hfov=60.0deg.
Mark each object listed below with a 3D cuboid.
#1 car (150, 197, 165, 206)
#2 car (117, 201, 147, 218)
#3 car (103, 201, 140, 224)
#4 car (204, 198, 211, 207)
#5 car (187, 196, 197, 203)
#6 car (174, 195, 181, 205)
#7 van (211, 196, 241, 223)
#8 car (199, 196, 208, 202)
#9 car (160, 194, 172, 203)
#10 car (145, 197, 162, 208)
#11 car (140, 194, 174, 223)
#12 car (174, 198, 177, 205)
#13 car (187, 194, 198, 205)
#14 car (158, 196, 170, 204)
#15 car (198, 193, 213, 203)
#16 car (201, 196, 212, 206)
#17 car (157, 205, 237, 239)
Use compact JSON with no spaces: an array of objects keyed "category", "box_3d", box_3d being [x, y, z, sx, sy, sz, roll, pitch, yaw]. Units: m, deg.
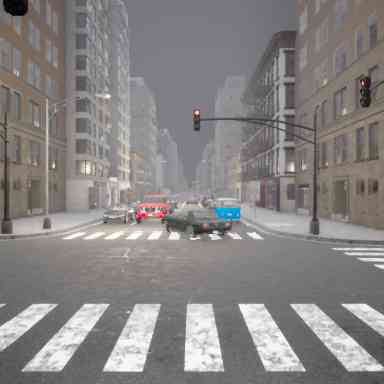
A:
[{"category":"car","box_3d":[-5.431,1.556,53.286,1.947,1.339,4.313,0,0,0]},{"category":"car","box_3d":[-5.413,1.543,30.558,1.887,1.381,4.507,0,0,0]},{"category":"car","box_3d":[-5.409,1.549,24.876,2.008,1.369,4.403,0,0,0]},{"category":"car","box_3d":[2.607,1.580,36.253,1.802,1.307,4.206,0,0,0]},{"category":"car","box_3d":[0.042,1.580,68.696,1.895,1.301,4.718,0,0,0]},{"category":"car","box_3d":[-2.872,1.500,45.434,1.837,1.490,4.892,0,0,0]},{"category":"van","box_3d":[2.616,1.340,24.891,1.690,1.788,3.998,0,0,0]},{"category":"car","box_3d":[2.576,1.524,76.023,2.008,1.369,4.403,0,0,0]},{"category":"car","box_3d":[-5.445,1.292,70.330,2.192,1.841,5.009,0,0,0]},{"category":"car","box_3d":[-5.427,1.519,47.434,1.752,1.417,4.829,0,0,0]},{"category":"car","box_3d":[-2.869,1.220,25.557,2.150,2.045,5.566,0,0,0]},{"category":"car","box_3d":[-2.880,1.599,35.374,1.895,1.301,4.718,0,0,0]},{"category":"car","box_3d":[0.048,1.550,58.749,1.994,1.385,4.181,0,0,0]},{"category":"car","box_3d":[-5.440,1.548,64.649,1.947,1.339,4.313,0,0,0]},{"category":"car","box_3d":[2.594,1.305,53.298,2.192,1.841,5.009,0,0,0]},{"category":"car","box_3d":[2.599,1.576,47.616,1.802,1.307,4.206,0,0,0]},{"category":"car","box_3d":[0.089,1.604,17.677,1.895,1.301,4.718,0,0,-29]}]
